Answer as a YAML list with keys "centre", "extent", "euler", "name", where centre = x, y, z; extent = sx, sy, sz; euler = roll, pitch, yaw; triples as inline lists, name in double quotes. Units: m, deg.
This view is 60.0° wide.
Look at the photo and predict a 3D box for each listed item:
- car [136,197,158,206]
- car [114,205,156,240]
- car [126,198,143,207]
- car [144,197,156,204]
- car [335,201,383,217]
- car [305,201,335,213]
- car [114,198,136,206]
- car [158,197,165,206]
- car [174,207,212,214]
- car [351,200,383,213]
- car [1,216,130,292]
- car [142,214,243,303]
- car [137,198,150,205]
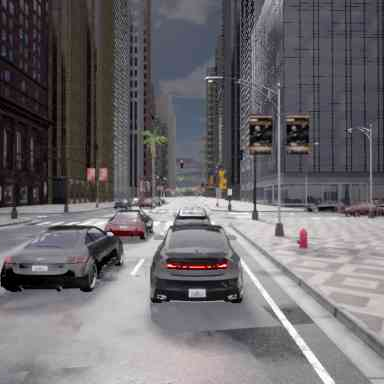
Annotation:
- centre: [-6.667, 1.706, 50.037]
  extent: [1.882, 1.535, 5.008]
  euler: [0, 0, 0]
  name: "car"
- centre: [-3.174, 1.601, 17.379]
  extent: [1.994, 1.385, 4.181]
  euler: [0, 0, 0]
  name: "car"
- centre: [-9.915, 1.775, 57.862]
  extent: [2.128, 1.511, 4.902]
  euler: [0, 0, 0]
  name: "car"
- centre: [-9.863, 1.986, 78.342]
  extent: [2.033, 1.411, 5.357]
  euler: [0, 0, 0]
  name: "car"
- centre: [15.274, 1.576, 29.247]
  extent: [4.206, 1.307, 1.802]
  euler: [0, 0, -1]
  name: "car"
- centre: [15.131, 1.660, 37.771]
  extent: [4.313, 1.339, 1.947]
  euler: [0, 0, -1]
  name: "car"
- centre: [-9.918, 1.765, 48.307]
  extent: [2.033, 1.411, 5.357]
  euler: [0, 0, 0]
  name: "car"
- centre: [-6.656, 1.652, 60.074]
  extent: [2.097, 1.767, 4.553]
  euler: [0, 0, 0]
  name: "car"
- centre: [0.025, 1.529, 17.526]
  extent: [2.128, 1.511, 4.902]
  euler: [0, 0, 0]
  name: "car"
- centre: [20.771, 1.641, 37.867]
  extent: [4.313, 1.339, 1.947]
  euler: [0, 0, -1]
  name: "car"
- centre: [-3.168, 1.576, 8.979]
  extent: [1.994, 1.385, 4.181]
  euler: [0, 0, 1]
  name: "car"
- centre: [0.089, 1.515, 8.204]
  extent: [1.837, 1.490, 4.892]
  euler: [0, 0, 0]
  name: "car"
- centre: [-9.852, 1.923, 67.748]
  extent: [1.994, 1.385, 4.181]
  euler: [0, 0, 1]
  name: "car"
